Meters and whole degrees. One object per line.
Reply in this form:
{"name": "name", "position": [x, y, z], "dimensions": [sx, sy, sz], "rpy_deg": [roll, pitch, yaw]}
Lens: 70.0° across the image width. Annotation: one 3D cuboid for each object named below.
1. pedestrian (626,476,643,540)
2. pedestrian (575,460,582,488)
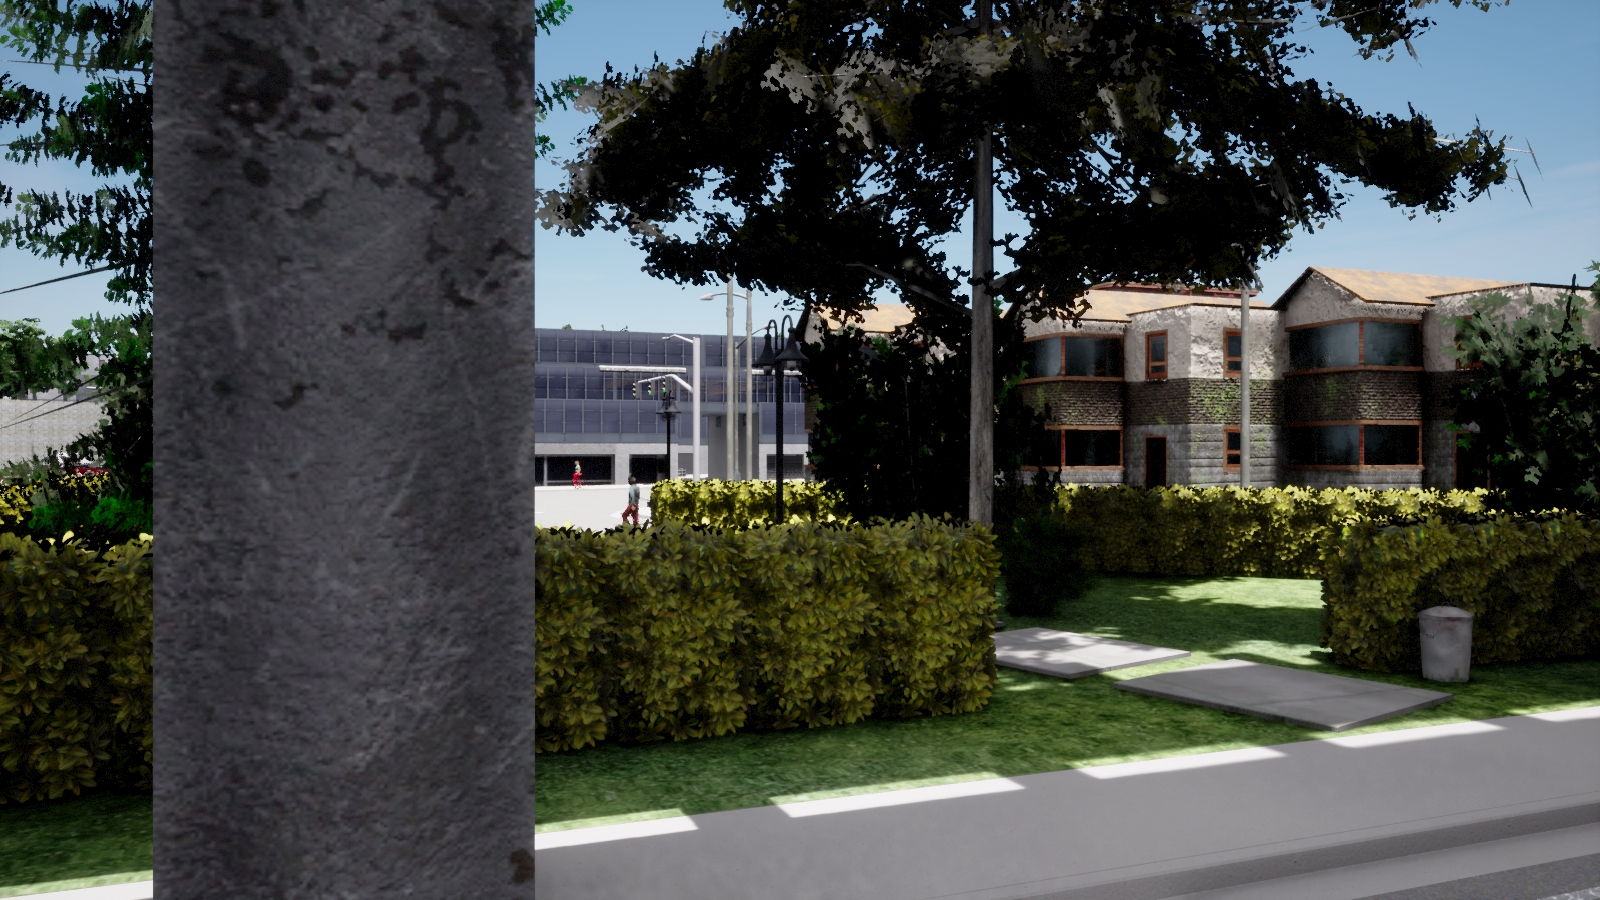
{"name": "pedestrian", "position": [-4.881, 1.701, 33.705], "dimensions": [0.375, 1.860, 0.375], "rpy_deg": [0, 0, 26]}
{"name": "pedestrian", "position": [-14.807, 1.619, 76.452], "dimensions": [0.375, 1.860, 0.375], "rpy_deg": [0, 0, -23]}
